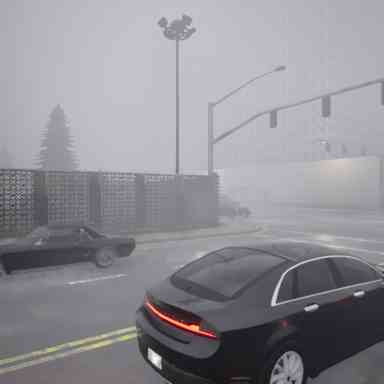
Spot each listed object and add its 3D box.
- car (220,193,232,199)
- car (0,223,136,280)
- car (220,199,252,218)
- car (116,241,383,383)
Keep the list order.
[{"bbox_3d":[2.811,1.164,35.614,2.150,2.045,5.566,0,0,-35],"label":"car"},{"bbox_3d":[-4.137,1.601,9.634,4.718,1.301,1.895,0,0,-35],"label":"car"},{"bbox_3d":[3.015,1.544,29.216,1.895,1.301,4.718,0,0,-34],"label":"car"},{"bbox_3d":[1.585,1.504,4.913,4.892,1.490,1.837,0,0,-35],"label":"car"}]
